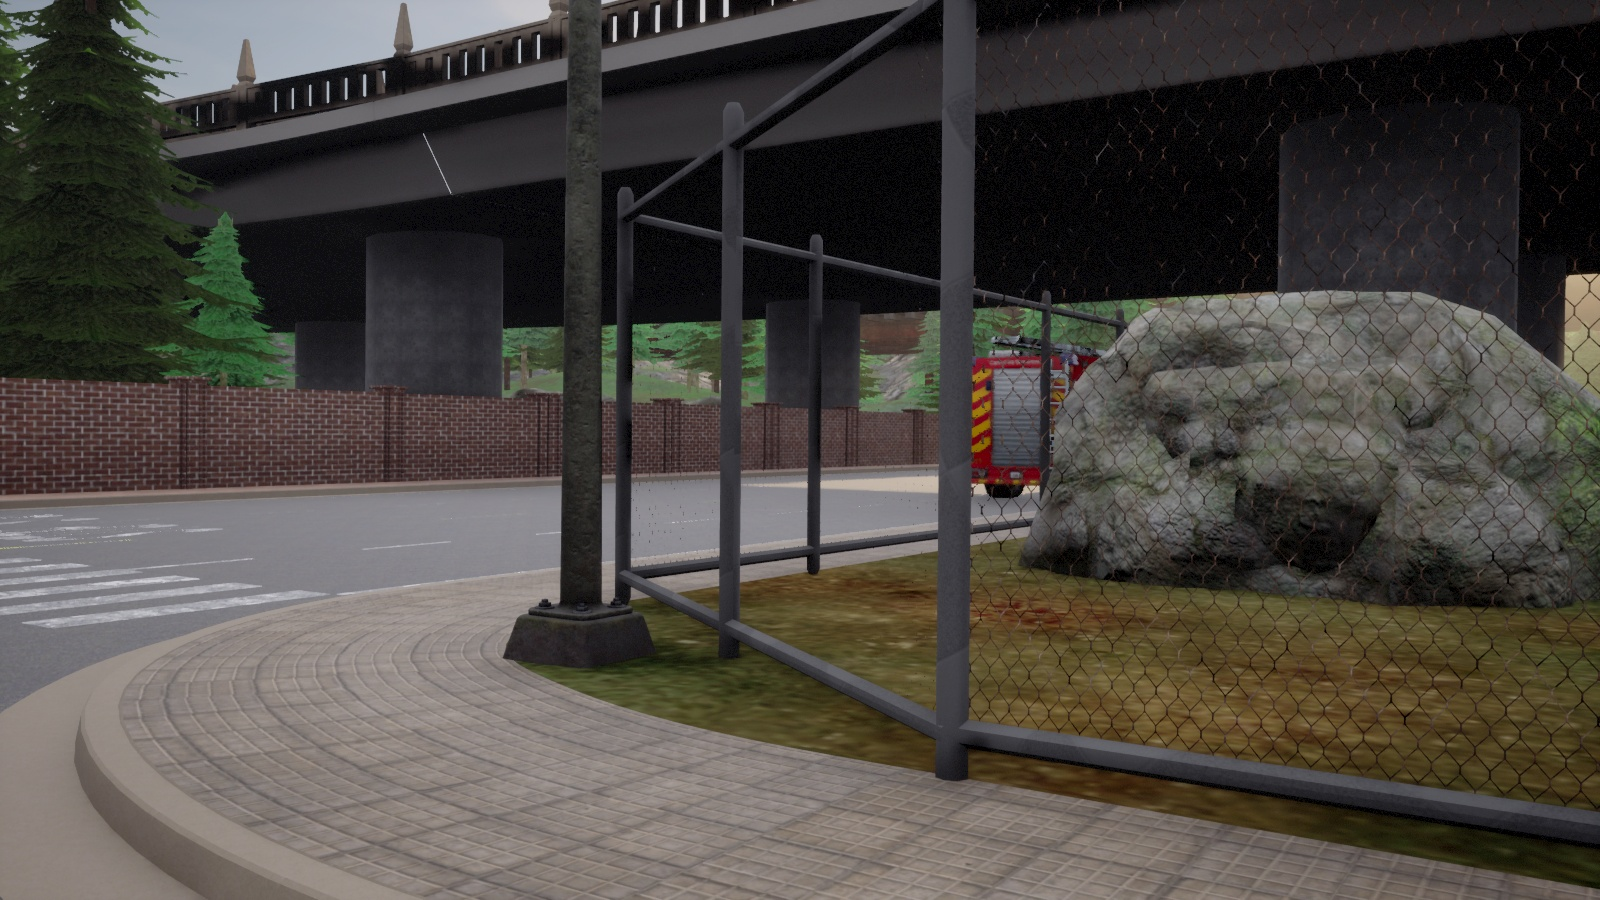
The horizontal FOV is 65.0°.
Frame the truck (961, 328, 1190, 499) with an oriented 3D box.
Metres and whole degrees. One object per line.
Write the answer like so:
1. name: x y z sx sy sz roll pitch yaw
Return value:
1. truck: 7.352 -0.887 32.384 2.891 3.827 8.468 0 1 33
